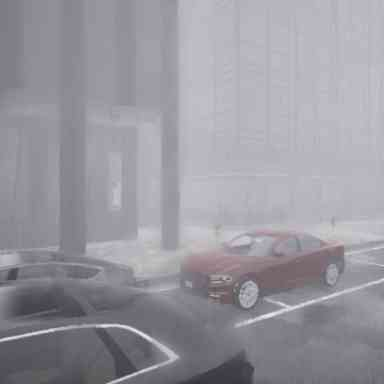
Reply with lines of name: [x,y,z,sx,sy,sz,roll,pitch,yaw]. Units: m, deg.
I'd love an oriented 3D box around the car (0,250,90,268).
car: [-2.825,1.567,4.522,4.313,1.339,1.947,0,-1,-35]

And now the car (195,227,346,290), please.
car: [1.779,1.564,7.795,4.507,1.381,1.887,0,-1,-35]

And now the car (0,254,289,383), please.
car: [-1.732,1.504,2.143,4.892,1.490,1.837,0,0,-35]
